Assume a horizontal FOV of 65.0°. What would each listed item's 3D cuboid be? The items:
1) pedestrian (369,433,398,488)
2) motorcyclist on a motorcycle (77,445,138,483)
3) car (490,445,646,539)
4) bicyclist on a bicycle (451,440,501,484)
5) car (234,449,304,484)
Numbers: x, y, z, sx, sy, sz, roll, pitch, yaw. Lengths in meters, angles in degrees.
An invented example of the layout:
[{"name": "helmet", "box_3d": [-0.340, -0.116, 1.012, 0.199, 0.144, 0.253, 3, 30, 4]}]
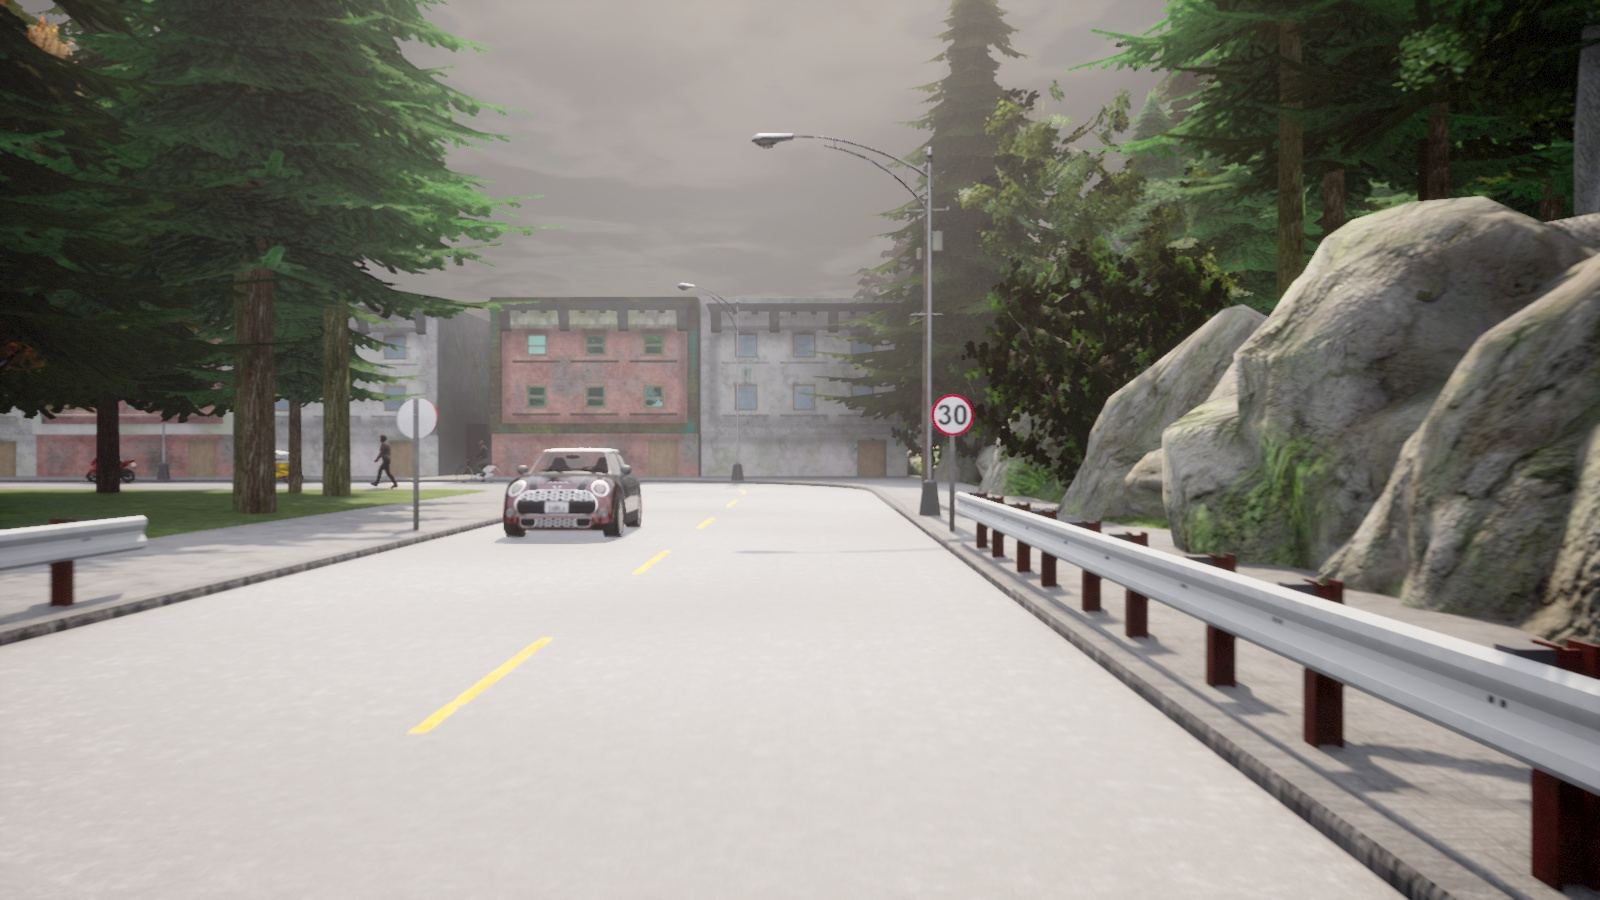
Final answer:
[{"name": "pedestrian", "box_3d": [-13.905, 0.347, 41.901, 0.869, 1.805, 0.328, 0, 0, 0]}, {"name": "motorcyclist on a motorcycle", "box_3d": [-28.323, 0.584, 51.385, 2.044, 1.523, 0.797, -1, 0, 1]}, {"name": "car", "box_3d": [-3.873, 0.659, 21.612, 1.970, 1.475, 3.806, 0, 0, 0]}, {"name": "bicyclist on a bicycle", "box_3d": [-13.178, 0.486, 51.114, 1.843, 1.776, 0.659, 0, 0, 3]}, {"name": "car", "box_3d": [-21.666, 0.662, 51.303, 2.207, 1.376, 1.481, 1, 0, 1]}]
